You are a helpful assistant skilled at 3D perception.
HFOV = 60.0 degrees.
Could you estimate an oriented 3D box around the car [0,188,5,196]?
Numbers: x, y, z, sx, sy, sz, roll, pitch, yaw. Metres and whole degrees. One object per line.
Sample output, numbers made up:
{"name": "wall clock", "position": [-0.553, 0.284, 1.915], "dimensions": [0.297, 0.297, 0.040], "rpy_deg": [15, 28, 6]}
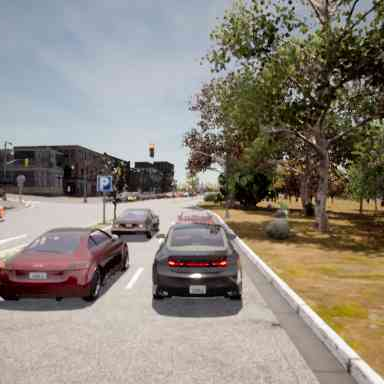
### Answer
{"name": "car", "position": [-31.157, 0.121, 53.618], "dimensions": [2.002, 1.452, 4.674], "rpy_deg": [6, -3, -19]}

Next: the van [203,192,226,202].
{"name": "van", "position": [4.293, 1.023, 65.339], "dimensions": [4.442, 1.987, 1.878], "rpy_deg": [1, 0, -14]}

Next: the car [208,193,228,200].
{"name": "car", "position": [6.470, 1.103, 83.008], "dimensions": [4.553, 1.767, 2.185], "rpy_deg": [1, 0, -12]}

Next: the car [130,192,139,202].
{"name": "car", "position": [-13.790, 1.295, 65.739], "dimensions": [5.366, 1.575, 1.946], "rpy_deg": [-1, 0, -15]}

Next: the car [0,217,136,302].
{"name": "car", "position": [-2.900, 1.571, 8.374], "dimensions": [1.994, 1.385, 4.181], "rpy_deg": [0, 0, 1]}

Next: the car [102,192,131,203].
{"name": "car", "position": [-14.435, 1.339, 62.747], "dimensions": [4.792, 1.488, 2.163], "rpy_deg": [-1, 0, -15]}

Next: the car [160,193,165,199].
{"name": "car", "position": [-10.989, 1.037, 89.687], "dimensions": [5.566, 2.045, 2.435], "rpy_deg": [-1, 0, -12]}

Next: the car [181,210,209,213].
{"name": "car", "position": [0.161, 1.620, 17.688], "dimensions": [1.895, 1.301, 4.718], "rpy_deg": [0, 0, 1]}

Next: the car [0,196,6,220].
{"name": "car", "position": [-16.624, 1.396, 24.941], "dimensions": [4.553, 1.767, 2.185], "rpy_deg": [-1, 0, -19]}

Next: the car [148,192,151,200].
{"name": "car", "position": [-12.628, 1.335, 77.698], "dimensions": [4.674, 1.452, 2.002], "rpy_deg": [-1, 0, -13]}

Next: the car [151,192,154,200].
{"name": "car", "position": [-12.256, 1.334, 80.699], "dimensions": [4.674, 1.452, 2.002], "rpy_deg": [-1, 0, -13]}

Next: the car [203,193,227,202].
{"name": "car", "position": [4.677, 1.120, 68.309], "dimensions": [4.553, 1.767, 2.185], "rpy_deg": [1, 0, -14]}

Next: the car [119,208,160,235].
{"name": "car", "position": [-2.842, 1.567, 17.593], "dimensions": [2.033, 1.411, 5.357], "rpy_deg": [0, 0, 1]}

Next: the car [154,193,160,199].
{"name": "car", "position": [-11.440, 1.331, 86.681], "dimensions": [4.674, 1.452, 2.002], "rpy_deg": [-1, 0, -12]}

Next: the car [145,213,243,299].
{"name": "car", "position": [0.110, 1.512, 8.420], "dimensions": [1.837, 1.490, 4.892], "rpy_deg": [0, 0, 0]}

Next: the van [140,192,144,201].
{"name": "van", "position": [-13.230, 1.071, 71.731], "dimensions": [4.442, 1.987, 1.878], "rpy_deg": [-1, 0, -14]}

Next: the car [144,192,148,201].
{"name": "car", "position": [-13.002, 1.299, 74.702], "dimensions": [4.892, 1.521, 2.231], "rpy_deg": [-1, 0, -14]}
